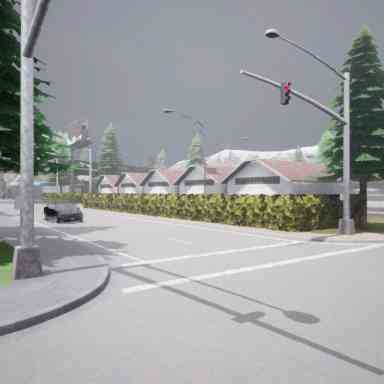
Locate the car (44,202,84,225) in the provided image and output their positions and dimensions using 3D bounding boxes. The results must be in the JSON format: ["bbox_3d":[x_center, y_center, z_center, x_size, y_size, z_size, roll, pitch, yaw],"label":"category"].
[{"bbox_3d":[-9.663,1.507,24.865,1.882,1.535,5.008,0,1,-36],"label":"car"}]
